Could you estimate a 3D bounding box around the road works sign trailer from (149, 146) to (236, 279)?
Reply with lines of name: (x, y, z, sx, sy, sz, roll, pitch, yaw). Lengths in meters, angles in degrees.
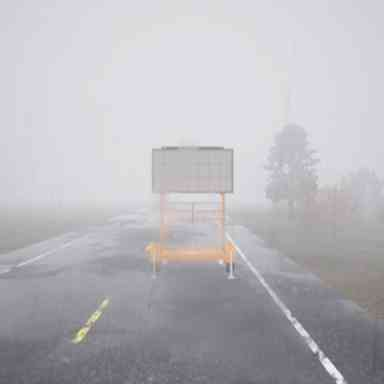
road works sign trailer: (0.021, 0.443, 9.971, 2.380, 3.560, 2.880, 0, 0, 0)

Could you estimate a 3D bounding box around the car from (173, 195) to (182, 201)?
car: (-3.332, 1.340, 78.009, 1.812, 1.442, 4.674, 0, 0, 0)

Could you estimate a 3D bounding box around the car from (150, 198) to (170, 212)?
car: (-3.518, 1.438, 36.935, 1.837, 1.490, 4.892, 0, 0, 0)
